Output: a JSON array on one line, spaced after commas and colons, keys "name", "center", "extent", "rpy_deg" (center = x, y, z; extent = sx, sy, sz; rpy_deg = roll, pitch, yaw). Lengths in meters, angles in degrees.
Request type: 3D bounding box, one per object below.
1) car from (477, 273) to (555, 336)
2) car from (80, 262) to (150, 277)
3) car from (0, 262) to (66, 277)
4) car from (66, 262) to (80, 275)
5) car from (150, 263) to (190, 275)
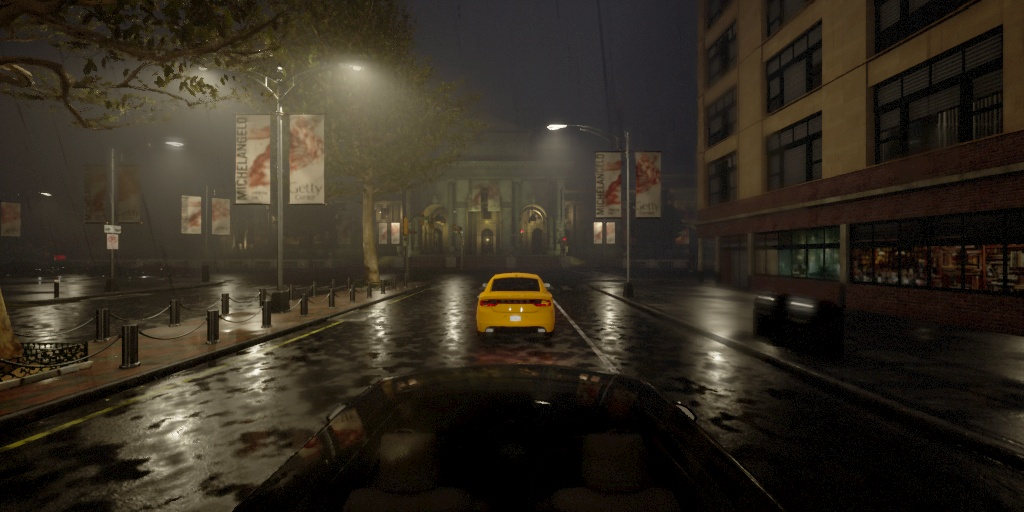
[{"name": "car", "center": [0.120, 1.228, 10.391], "extent": [1.882, 1.535, 5.008], "rpy_deg": [0, 0, 1]}, {"name": "car", "center": [-38.507, 1.314, 34.841], "extent": [4.181, 1.385, 1.994], "rpy_deg": [0, 0, 0]}, {"name": "car", "center": [-47.076, 1.276, 34.880], "extent": [4.674, 1.442, 1.812], "rpy_deg": [0, 0, 0]}, {"name": "car", "center": [-47.003, 1.297, 38.394], "extent": [5.357, 1.411, 2.033], "rpy_deg": [0, 0, 0]}, {"name": "car", "center": [-37.398, 1.351, 38.338], "extent": [4.718, 1.301, 1.895], "rpy_deg": [0, 0, 1]}]
